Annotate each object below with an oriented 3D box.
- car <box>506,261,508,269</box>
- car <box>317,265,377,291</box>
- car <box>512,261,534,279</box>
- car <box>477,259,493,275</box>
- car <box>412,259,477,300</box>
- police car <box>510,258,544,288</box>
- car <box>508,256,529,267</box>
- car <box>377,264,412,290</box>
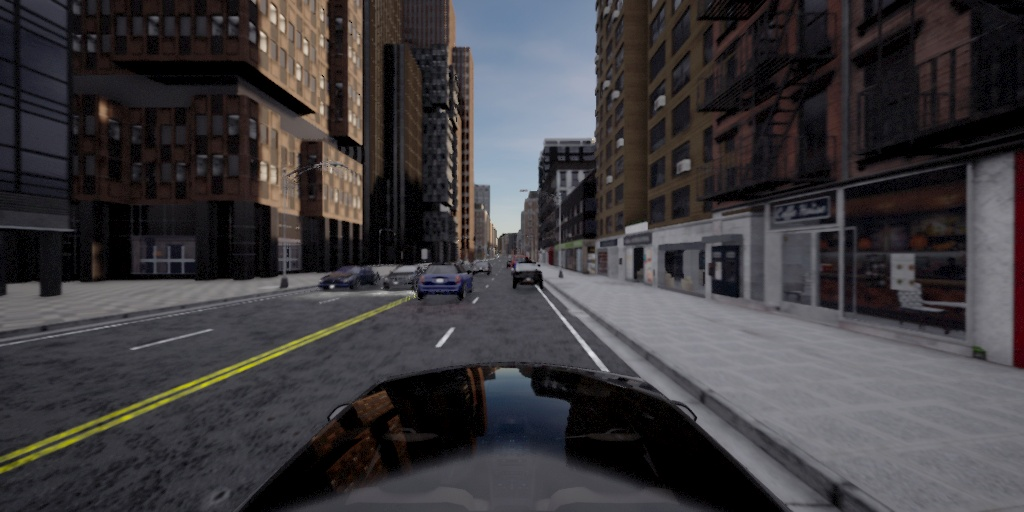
[{"bbox_3d":[-0.015,1.258,58.488,1.837,1.490,4.892,0,0,0],"label":"car"},{"bbox_3d":[-9.855,1.291,22.293,2.033,1.411,5.357,0,0,0],"label":"car"},{"bbox_3d":[0.966,1.224,33.538,1.882,1.535,5.008,0,0,0],"label":"car"},{"bbox_3d":[-3.159,1.293,38.830,2.033,1.411,5.357,0,0,0],"label":"car"},{"bbox_3d":[-3.158,1.096,17.807,2.097,1.767,4.553,0,0,0],"label":"car"},{"bbox_3d":[0.969,1.170,23.649,1.930,1.638,5.238,0,0,0],"label":"police car"},{"bbox_3d":[0.965,0.972,39.568,2.150,2.045,5.566,0,0,0],"label":"car"},{"bbox_3d":[-6.603,1.270,22.713,1.812,1.442,4.674,0,0,0],"label":"car"}]
